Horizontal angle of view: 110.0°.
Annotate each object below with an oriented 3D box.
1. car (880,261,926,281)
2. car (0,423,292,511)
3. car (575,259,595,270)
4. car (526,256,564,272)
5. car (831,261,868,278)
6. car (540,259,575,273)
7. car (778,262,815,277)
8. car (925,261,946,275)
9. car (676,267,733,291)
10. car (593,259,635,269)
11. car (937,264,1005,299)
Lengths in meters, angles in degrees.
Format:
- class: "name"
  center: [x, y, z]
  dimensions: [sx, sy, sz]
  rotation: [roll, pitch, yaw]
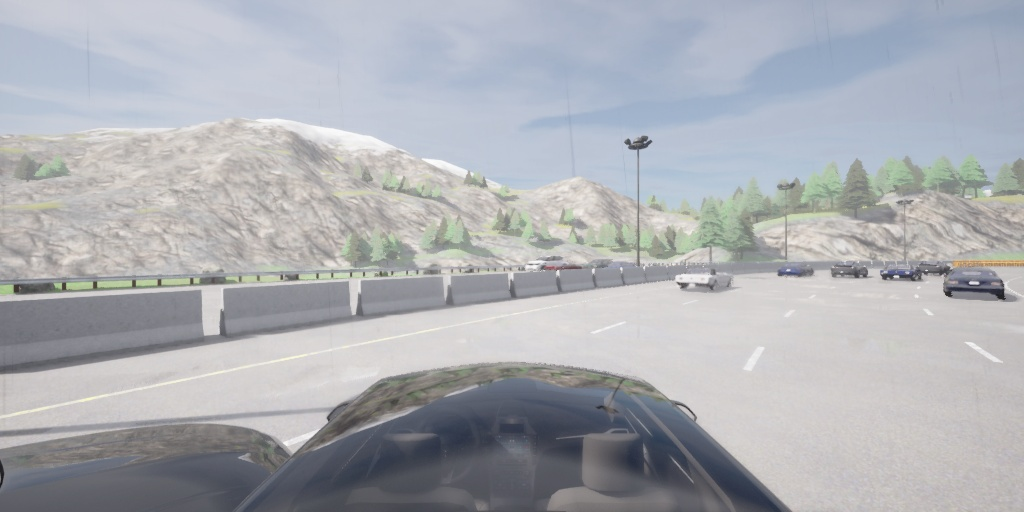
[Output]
- class: "car"
  center: [32.304, 1.351, 29.710]
  dimensions: [4.718, 1.301, 1.895]
  rotation: [0, 0, -35]
- class: "car"
  center: [-2.982, 1.255, 0.505]
  dimensions: [4.892, 1.490, 1.837]
  rotation: [0, 0, -45]
- class: "car"
  center: [9.369, 1.101, 38.621]
  dimensions: [4.553, 1.767, 2.097]
  rotation: [0, 0, -40]
- class: "car"
  center: [4.257, 0.974, 43.483]
  dimensions: [5.566, 2.045, 2.150]
  rotation: [0, 0, -40]
- class: "car"
  center: [31.370, 1.241, 33.320]
  dimensions: [4.902, 1.511, 2.128]
  rotation: [0, 0, -35]
- class: "car"
  center: [5.796, 1.351, 40.188]
  dimensions: [4.718, 1.301, 1.895]
  rotation: [0, 0, -40]
- class: "car"
  center: [27.800, 1.312, 35.053]
  dimensions: [4.181, 1.385, 1.994]
  rotation: [0, 0, -35]
- class: "car"
  center: [43.308, 1.241, 36.844]
  dimensions: [4.902, 1.511, 2.128]
  rotation: [0, 0, -31]
- class: "car"
  center: [11.843, 1.351, 21.871]
  dimensions: [4.718, 1.301, 1.895]
  rotation: [0, 0, -44]
- class: "car"
  center: [10.265, 1.275, 34.801]
  dimensions: [4.674, 1.442, 1.812]
  rotation: [0, 0, -40]
- class: "car"
  center: [23.258, 1.297, 18.129]
  dimensions: [5.357, 1.411, 2.033]
  rotation: [0, 0, -39]
